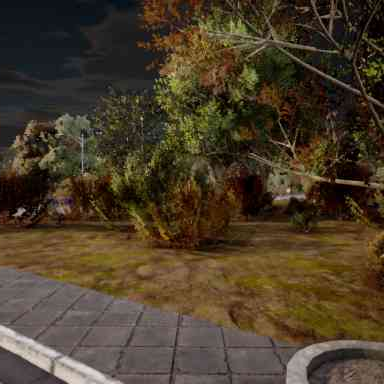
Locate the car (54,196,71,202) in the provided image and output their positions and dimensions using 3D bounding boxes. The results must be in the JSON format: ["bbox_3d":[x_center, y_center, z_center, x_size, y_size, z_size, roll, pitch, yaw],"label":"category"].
[{"bbox_3d":[-18.214,1.225,46.682,1.882,1.535,5.008,0,0,32],"label":"car"}]
